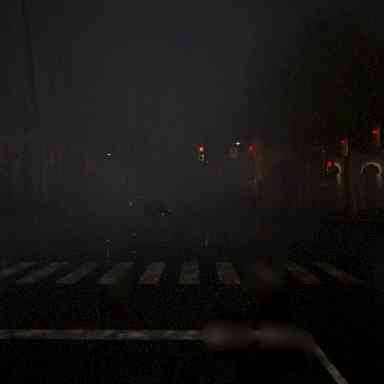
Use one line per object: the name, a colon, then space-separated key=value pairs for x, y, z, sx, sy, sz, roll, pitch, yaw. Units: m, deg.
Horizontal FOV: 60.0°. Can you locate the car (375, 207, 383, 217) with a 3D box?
car: x=18.595 y=1.526 z=29.174 sx=4.674 sy=1.442 sz=1.812 roll=0 pitch=0 yaw=1

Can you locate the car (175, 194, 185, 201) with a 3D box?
car: x=-2.781 y=1.279 z=78.628 sx=2.097 sy=1.767 sz=4.553 roll=0 pitch=0 yaw=1

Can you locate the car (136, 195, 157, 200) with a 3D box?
car: x=-6.712 y=1.526 z=49.161 sx=1.812 sy=1.442 sz=4.674 roll=0 pitch=0 yaw=-1

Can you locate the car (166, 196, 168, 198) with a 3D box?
car: x=-6.358 y=1.478 z=74.246 sx=1.882 sy=1.535 sz=5.008 roll=0 pitch=0 yaw=1

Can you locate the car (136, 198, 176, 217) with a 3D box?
car: x=-3.495 y=1.547 z=31.652 sx=2.033 sy=1.411 sz=5.357 roll=0 pitch=0 yaw=-21

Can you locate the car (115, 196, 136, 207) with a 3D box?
car: x=-10.252 y=1.563 z=50.165 sx=1.994 sy=1.385 sz=4.181 roll=0 pitch=0 yaw=1

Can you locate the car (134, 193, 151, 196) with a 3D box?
car: x=-10.044 y=1.223 z=65.468 sx=2.150 sy=2.045 sz=5.566 roll=0 pitch=0 yaw=2

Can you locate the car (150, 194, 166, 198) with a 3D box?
car: x=-6.611 y=1.601 z=63.033 sx=1.895 sy=1.301 sz=4.718 roll=0 pitch=0 yaw=1

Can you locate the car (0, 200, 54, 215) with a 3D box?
car: x=-17.006 y=1.547 z=34.044 sx=5.357 sy=1.411 sz=2.033 roll=0 pitch=0 yaw=-24

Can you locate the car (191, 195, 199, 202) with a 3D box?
car: x=0.719 y=1.450 z=78.599 sx=2.128 sy=1.511 sz=4.902 roll=0 pitch=0 yaw=1
